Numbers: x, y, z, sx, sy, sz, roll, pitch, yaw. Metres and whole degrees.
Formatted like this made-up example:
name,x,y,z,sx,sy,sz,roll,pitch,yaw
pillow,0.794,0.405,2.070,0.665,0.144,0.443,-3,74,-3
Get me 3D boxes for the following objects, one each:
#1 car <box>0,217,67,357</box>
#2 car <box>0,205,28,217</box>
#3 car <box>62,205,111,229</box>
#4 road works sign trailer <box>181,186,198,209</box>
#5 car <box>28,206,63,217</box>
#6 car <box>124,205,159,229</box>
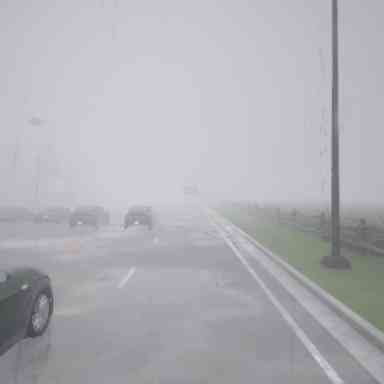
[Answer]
name,x,y,z,sx,sy,sz,roll,pitch,yaw
car,-3.401,1.378,3.853,2.097,1.767,4.553,0,0,0
car,-13.962,1.740,26.179,1.994,1.385,4.181,0,0,0
car,-6.945,1.661,22.984,1.837,1.490,4.892,0,0,0
road works sign trailer,-0.215,0.824,53.361,2.380,3.560,2.880,0,0,0
car,-10.460,1.737,25.687,1.994,1.385,4.181,0,0,0
car,-3.445,1.661,22.990,1.837,1.490,4.892,0,0,0
